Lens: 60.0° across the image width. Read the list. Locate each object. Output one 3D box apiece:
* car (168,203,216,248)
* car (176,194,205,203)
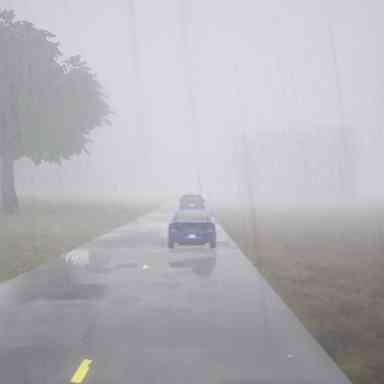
[{"bbox_3d":[0.000,1.471,14.654,1.882,1.535,5.008,0,0,0],"label":"car"},{"bbox_3d":[0.001,1.217,29.686,2.150,2.045,5.566,0,0,0],"label":"car"}]
